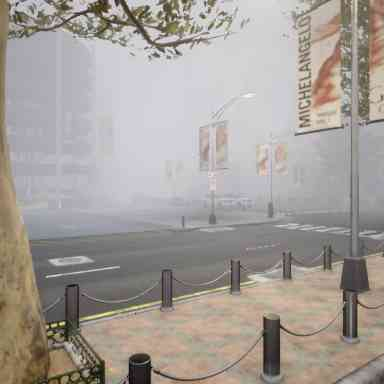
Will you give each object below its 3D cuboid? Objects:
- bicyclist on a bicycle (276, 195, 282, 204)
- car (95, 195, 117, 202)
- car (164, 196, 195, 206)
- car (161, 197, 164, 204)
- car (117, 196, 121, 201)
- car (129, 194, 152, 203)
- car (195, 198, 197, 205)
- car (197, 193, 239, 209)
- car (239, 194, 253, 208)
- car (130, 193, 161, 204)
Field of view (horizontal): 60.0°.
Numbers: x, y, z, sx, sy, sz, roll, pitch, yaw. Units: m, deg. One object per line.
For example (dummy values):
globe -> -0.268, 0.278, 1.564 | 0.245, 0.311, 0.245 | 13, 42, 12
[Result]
bicyclist on a bicycle -> 15.736, 1.301, 60.476 | 1.656, 1.620, 0.582 | 0, 0, -36
car -> -20.478, 1.450, 76.304 | 4.892, 1.490, 1.837 | 0, 0, 12
car -> -2.147, 1.505, 54.463 | 1.837, 1.490, 4.892 | 0, 0, -37
car -> -5.765, 1.601, 63.974 | 4.718, 1.301, 1.895 | 0, 0, 43
car -> -19.513, 1.418, 79.668 | 5.008, 1.535, 1.882 | 0, 0, 12
car -> -11.237, 1.355, 72.586 | 4.553, 1.767, 2.097 | 0, 0, 26
car -> 0.715, 1.601, 56.502 | 1.895, 1.301, 4.718 | 0, 0, -37
car -> 3.569, 1.221, 46.552 | 2.150, 2.045, 5.566 | 0, 0, -35
car -> 6.425, 1.221, 48.576 | 2.150, 2.045, 5.566 | 0, 0, -35
car -> -9.088, 1.221, 62.283 | 5.566, 2.045, 2.150 | 0, 0, 40
